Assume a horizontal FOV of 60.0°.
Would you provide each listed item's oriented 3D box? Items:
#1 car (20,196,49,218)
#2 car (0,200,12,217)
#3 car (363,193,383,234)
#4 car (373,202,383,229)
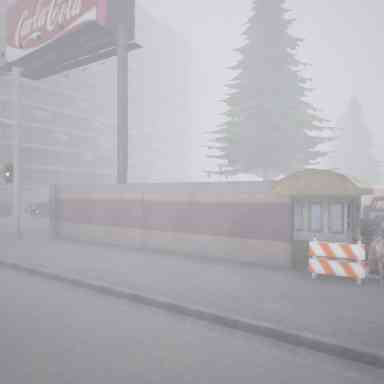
[{"bbox_3d":[-12.424,1.222,30.857,2.150,2.045,5.566,0,0,35],"label":"car"},{"bbox_3d":[-17.706,1.505,29.452,1.837,1.490,4.892,0,0,35],"label":"car"},{"bbox_3d":[10.719,1.149,16.598,3.866,1.878,1.905,0,0,35],"label":"car"},{"bbox_3d":[12.661,1.338,18.653,4.193,1.474,1.816,0,0,35],"label":"car"}]
